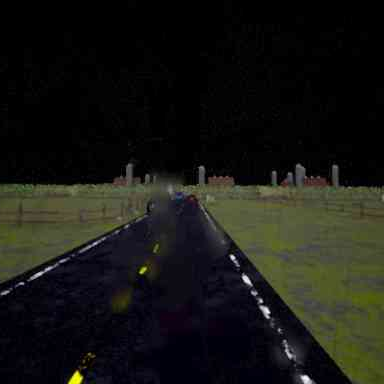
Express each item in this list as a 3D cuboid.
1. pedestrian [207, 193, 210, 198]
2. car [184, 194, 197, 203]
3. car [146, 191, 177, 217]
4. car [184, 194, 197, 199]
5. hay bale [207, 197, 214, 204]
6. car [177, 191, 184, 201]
[{"bbox_3d":[2.823,1.110,57.122,0.375,1.860,0.375,1,-1,-3],"label":"pedestrian"},{"bbox_3d":[0.000,1.259,64.686,1.882,1.535,5.008,0,0,0],"label":"car"},{"bbox_3d":[-2.850,1.124,30.849,2.150,2.045,5.566,0,0,0],"label":"car"},{"bbox_3d":[-0.457,1.116,83.268,1.895,1.301,4.718,0,0,-20],"label":"car"},{"bbox_3d":[3.114,1.466,56.015,1.220,1.180,1.240,-1,-1,0],"label":"hay bale"},{"bbox_3d":[-2.752,0.902,71.433,2.150,2.045,5.566,0,0,0],"label":"car"}]
